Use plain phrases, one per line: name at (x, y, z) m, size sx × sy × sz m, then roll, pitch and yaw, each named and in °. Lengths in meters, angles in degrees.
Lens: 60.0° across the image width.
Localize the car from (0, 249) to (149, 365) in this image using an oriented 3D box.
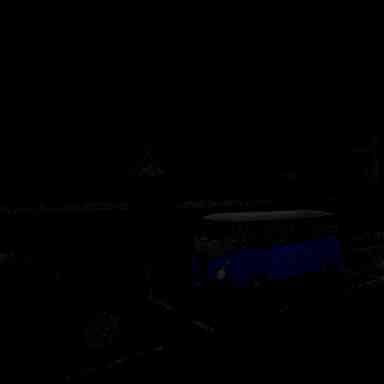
car at (-2.782, 1.545, 4.549) m, size 4.507 × 1.381 × 1.887 m, roll 0°, pitch 0°, yaw -36°

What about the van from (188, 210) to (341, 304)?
van at (1.814, 1.340, 7.848) m, size 3.998 × 1.788 × 1.690 m, roll 0°, pitch 0°, yaw -36°
